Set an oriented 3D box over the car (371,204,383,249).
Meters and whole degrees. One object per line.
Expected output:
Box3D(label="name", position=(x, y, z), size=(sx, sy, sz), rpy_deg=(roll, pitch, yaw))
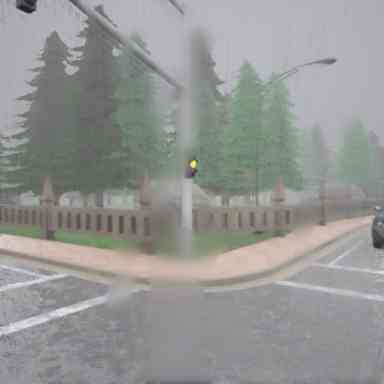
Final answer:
Box3D(label="car", position=(8.906, 1.132, 13.529), size=(2.150, 2.045, 5.566), rpy_deg=(0, 0, 38))
